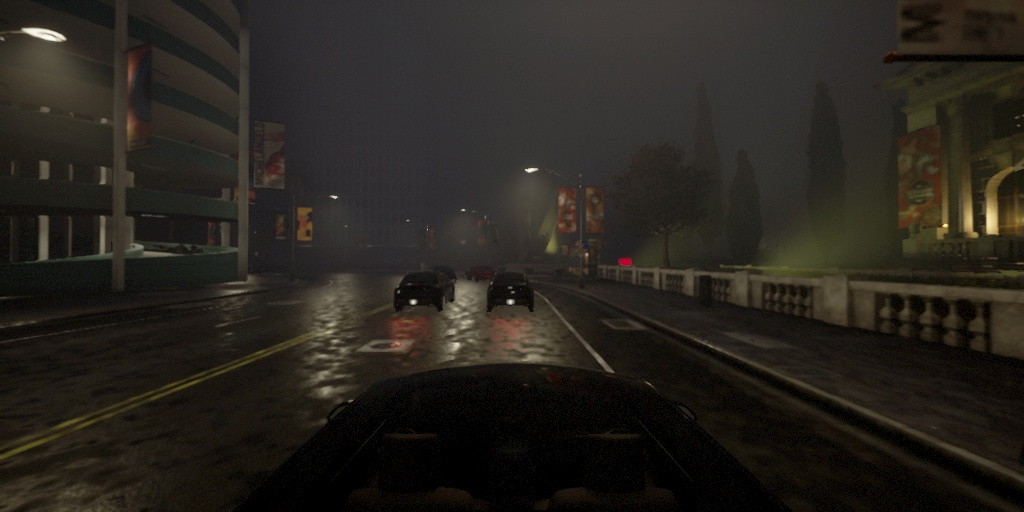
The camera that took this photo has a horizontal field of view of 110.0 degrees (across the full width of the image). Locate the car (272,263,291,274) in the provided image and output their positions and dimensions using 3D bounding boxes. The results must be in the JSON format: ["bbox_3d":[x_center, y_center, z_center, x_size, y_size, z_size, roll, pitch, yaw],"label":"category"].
[{"bbox_3d":[-35.355,1.795,53.208,5.008,1.535,1.882,0,-1,15],"label":"car"}]

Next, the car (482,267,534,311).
[{"bbox_3d":[-0.091,1.408,15.338,1.837,1.490,4.892,0,0,-1],"label":"car"}]

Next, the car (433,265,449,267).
[{"bbox_3d":[-6.228,1.553,31.234,1.882,1.535,5.008,0,0,-21],"label":"car"}]

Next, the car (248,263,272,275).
[{"bbox_3d":[-36.698,1.775,49.966,4.902,1.511,2.128,0,-1,15],"label":"car"}]

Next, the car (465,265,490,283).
[{"bbox_3d":[-2.878,1.565,32.256,1.882,1.535,5.008,0,0,-21],"label":"car"}]

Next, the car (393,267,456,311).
[{"bbox_3d":[-3.588,1.408,15.331,1.837,1.490,4.892,0,0,-1],"label":"car"}]
